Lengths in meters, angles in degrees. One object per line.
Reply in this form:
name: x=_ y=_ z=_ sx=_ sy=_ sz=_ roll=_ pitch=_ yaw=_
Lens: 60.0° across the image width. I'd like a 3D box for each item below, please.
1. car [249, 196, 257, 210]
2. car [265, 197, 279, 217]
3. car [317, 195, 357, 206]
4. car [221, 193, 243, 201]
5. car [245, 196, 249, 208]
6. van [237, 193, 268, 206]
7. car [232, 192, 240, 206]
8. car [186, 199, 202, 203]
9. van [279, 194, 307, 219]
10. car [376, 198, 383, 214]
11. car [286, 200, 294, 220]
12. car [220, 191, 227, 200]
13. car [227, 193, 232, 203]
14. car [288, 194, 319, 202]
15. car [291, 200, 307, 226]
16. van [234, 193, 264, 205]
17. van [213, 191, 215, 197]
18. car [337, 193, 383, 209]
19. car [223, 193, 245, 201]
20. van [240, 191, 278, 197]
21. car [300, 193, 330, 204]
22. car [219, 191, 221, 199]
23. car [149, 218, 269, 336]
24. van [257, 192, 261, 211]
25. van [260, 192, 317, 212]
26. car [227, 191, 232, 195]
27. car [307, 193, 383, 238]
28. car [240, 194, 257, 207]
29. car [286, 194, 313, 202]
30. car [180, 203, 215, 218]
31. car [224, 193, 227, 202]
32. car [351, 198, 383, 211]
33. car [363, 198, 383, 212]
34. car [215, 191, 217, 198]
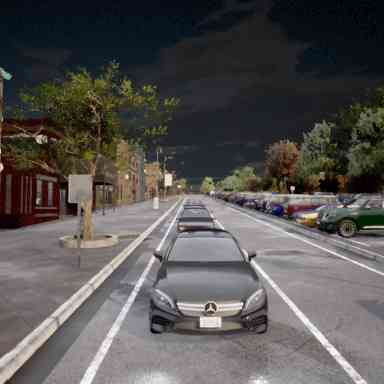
car: x=9.160 y=1.470 z=36.724 sx=4.792 sy=1.488 sz=2.163 roll=0 pitch=0 yaw=0
car: x=9.188 y=1.460 z=28.312 sx=5.008 sy=1.535 sz=2.097 roll=0 pitch=0 yaw=0
car: x=22.289 y=1.332 z=51.380 sx=5.366 sy=1.575 sz=1.946 roll=0 pitch=1 yaw=0
car: x=8.831 y=1.014 z=73.170 sx=4.553 sy=1.767 sz=2.185 roll=0 pitch=1 yaw=0
car: x=9.108 y=1.466 z=39.532 sx=4.674 sy=1.452 sz=2.002 roll=0 pitch=0 yaw=0
van: x=9.144 y=1.113 z=50.746 sx=4.442 sy=1.987 sz=1.878 roll=0 pitch=1 yaw=0
car: x=9.020 y=1.113 z=47.940 sx=5.566 sy=2.045 sz=2.435 roll=0 pitch=1 yaw=0
car: x=0.212 y=1.442 z=30.048 sx=2.128 sy=1.511 sz=4.902 roll=0 pitch=0 yaw=0
van: x=9.330 y=1.237 z=25.509 sx=4.442 sy=1.987 sz=1.878 roll=0 pitch=0 yaw=0
car: x=22.410 y=1.444 z=34.723 sx=5.366 sy=1.575 sz=1.946 roll=0 pitch=0 yaw=0
car: x=9.237 y=1.506 z=22.706 sx=4.674 sy=1.452 sz=2.002 roll=0 pitch=0 yaw=0
car: x=8.896 y=0.963 z=64.760 sx=5.566 sy=2.045 sz=2.435 roll=0 pitch=1 yaw=0
car: x=8.980 y=1.290 z=56.353 sx=4.892 sy=1.521 sz=2.231 roll=0 pitch=1 yaw=0
car: x=21.816 y=1.209 z=65.255 sx=5.366 sy=1.575 sz=1.946 roll=0 pitch=0 yaw=0
car: x=9.069 y=1.466 z=19.901 sx=5.366 sy=1.575 sz=1.946 roll=0 pitch=0 yaw=0
van: x=9.124 y=1.088 z=53.549 sx=4.442 sy=1.987 sz=1.878 roll=0 pitch=1 yaw=0
van: x=8.622 y=0.764 z=89.987 sx=4.442 sy=1.987 sz=1.878 roll=0 pitch=1 yaw=0
car: x=22.136 y=1.153 z=43.049 sx=5.566 sy=2.045 sz=2.435 roll=0 pitch=0 yaw=0
car: x=8.852 y=1.039 z=70.367 sx=4.553 sy=1.767 sz=2.185 roll=0 pitch=1 yaw=0
van: x=9.186 y=1.163 z=45.141 sx=4.442 sy=1.987 sz=1.878 roll=0 pitch=0 yaw=0
car: x=22.073 y=1.136 z=59.706 sx=4.553 sy=1.767 sz=2.185 roll=0 pitch=1 yaw=0
car: x=8.876 y=0.938 z=67.563 sx=5.566 sy=2.045 sz=2.435 roll=0 pitch=1 yaw=0
car: x=0.251 y=1.524 z=6.891 sx=1.812 sy=1.442 sz=4.674 roll=0 pitch=0 yaw=0
van: x=9.268 y=1.222 z=33.921 sx=4.442 sy=1.987 sz=1.878 roll=0 pitch=0 yaw=0
van: x=9.056 y=1.230 z=31.118 sx=4.442 sy=1.987 sz=1.878 roll=0 pitch=0 yaw=0
car: x=8.997 y=1.139 z=59.155 sx=4.553 sy=1.767 sz=2.185 roll=0 pitch=1 yaw=0
car: x=9.247 y=1.221 z=17.098 sx=5.566 sy=2.045 sz=2.435 roll=0 pitch=0 yaw=0
car: x=9.096 y=1.409 z=42.335 sx=4.892 sy=1.521 sz=2.231 roll=0 pitch=0 yaw=0
car: x=21.986 y=1.188 z=68.033 sx=4.892 sy=1.521 sz=2.231 roll=0 pitch=1 yaw=0
car: x=0.189 y=1.532 z=17.470 sx=2.033 sy=1.411 sz=5.357 roll=0 pitch=0 yaw=0
car: x=8.943 y=1.279 z=61.960 sx=4.674 sy=1.452 sz=2.002 roll=0 pitch=1 yaw=0
car: x=22.214 y=1.452 z=40.277 sx=4.792 sy=1.488 sz=2.163 roll=0 pitch=0 yaw=0
car: x=22.176 y=1.469 z=37.493 sx=4.792 sy=1.488 sz=2.163 roll=0 pitch=0 yaw=0
car: x=8.796 y=1.064 z=81.581 sx=5.008 sy=1.535 sz=2.097 roll=0 pitch=1 yaw=0
